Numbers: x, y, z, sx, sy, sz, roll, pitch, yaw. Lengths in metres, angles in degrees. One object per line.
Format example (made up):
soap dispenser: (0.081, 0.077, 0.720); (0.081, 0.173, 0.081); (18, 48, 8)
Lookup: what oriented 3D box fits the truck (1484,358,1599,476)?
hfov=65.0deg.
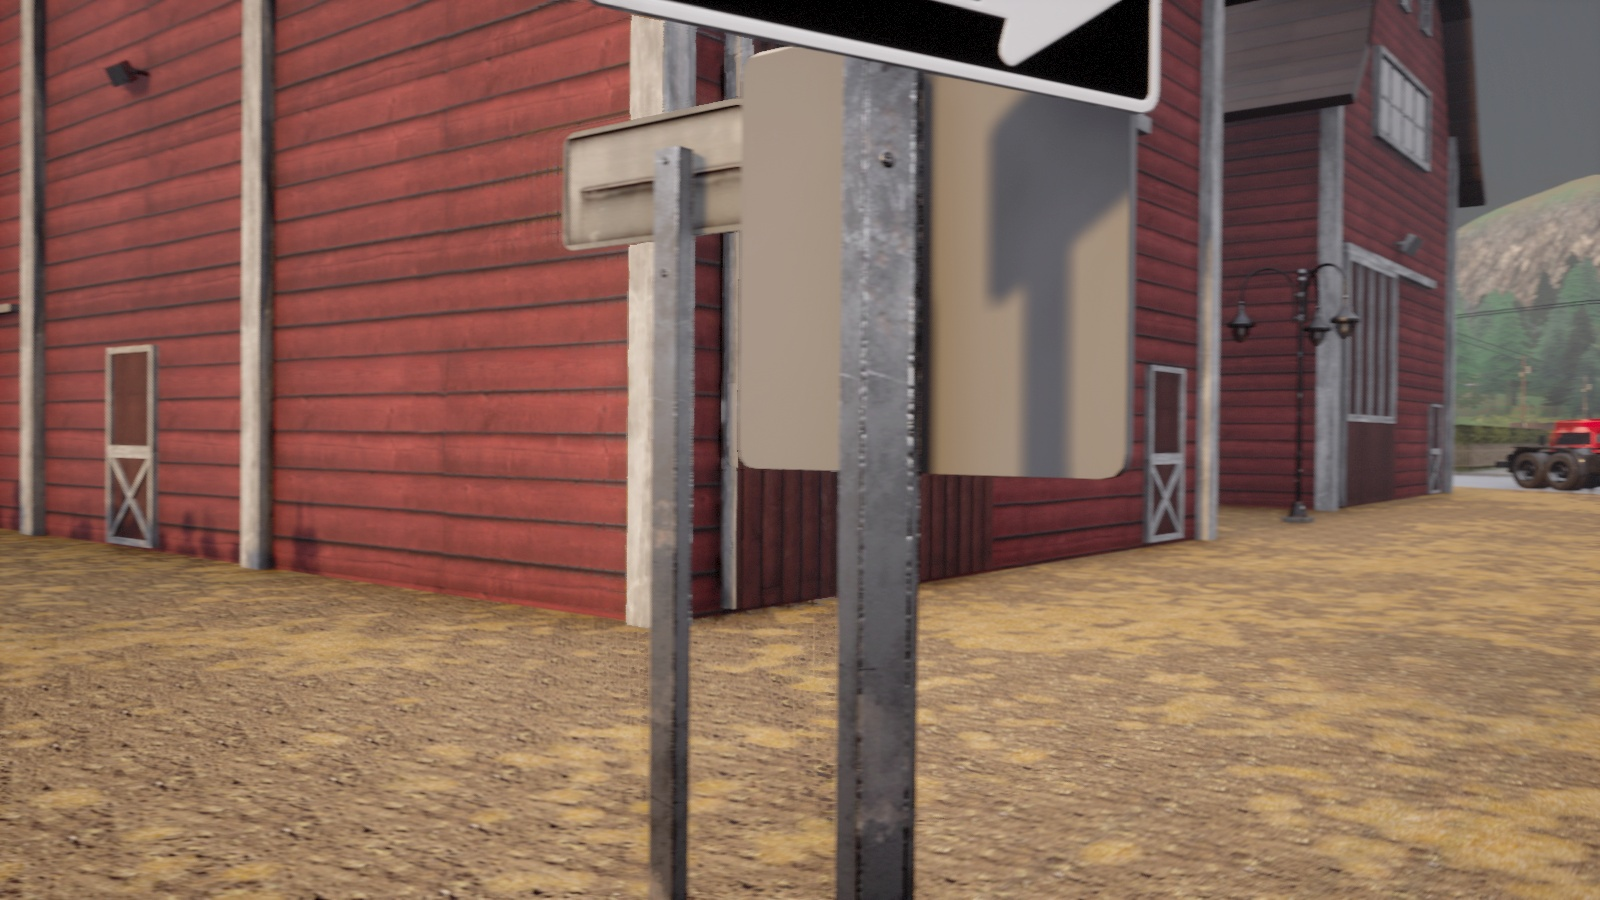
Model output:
truck: (24.777, -0.998, 37.400); (2.891, 3.462, 7.936); (-1, 1, -17)

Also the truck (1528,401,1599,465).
truck: (33.137, -0.778, 53.255); (5.204, 2.467, 2.627); (-5, 3, -45)
